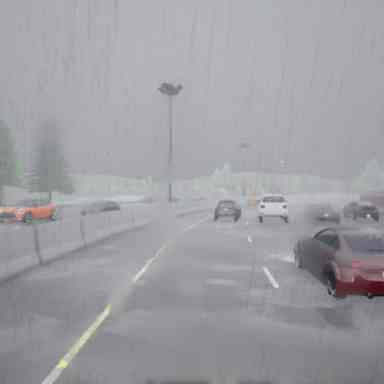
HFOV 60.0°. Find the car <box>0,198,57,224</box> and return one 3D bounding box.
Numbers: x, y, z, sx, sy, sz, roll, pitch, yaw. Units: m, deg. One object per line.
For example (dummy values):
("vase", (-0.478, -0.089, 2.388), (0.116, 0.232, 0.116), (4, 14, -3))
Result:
("car", (-11.934, 1.294, 24.292), (2.097, 1.767, 4.553), (0, 0, 10))

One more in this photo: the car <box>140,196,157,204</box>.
("car", (-8.046, 1.415, 62.669), (2.128, 1.511, 4.902), (0, 0, 23))

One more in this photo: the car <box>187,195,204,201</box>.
("car", (0.797, 1.423, 65.324), (1.882, 1.535, 5.008), (0, 0, 25))

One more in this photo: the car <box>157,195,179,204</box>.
("car", (-4.163, 1.438, 62.900), (1.837, 1.490, 4.892), (0, 0, 23))

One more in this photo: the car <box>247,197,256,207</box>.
("car", (9.750, 1.465, 50.846), (1.882, 1.535, 5.008), (0, 0, 21))

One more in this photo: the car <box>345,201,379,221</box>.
("car", (13.747, 1.524, 27.302), (1.837, 1.490, 4.892), (0, 0, 12))

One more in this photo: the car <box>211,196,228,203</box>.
("car", (5.669, 1.473, 67.415), (1.812, 1.442, 4.674), (0, 0, 27))

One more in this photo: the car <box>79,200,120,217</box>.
("car", (-7.687, 1.456, 28.178), (1.837, 1.490, 4.892), (0, 0, 12))

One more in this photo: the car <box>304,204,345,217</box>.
("car", (9.708, 1.573, 25.033), (1.994, 1.385, 4.181), (0, 0, 11))

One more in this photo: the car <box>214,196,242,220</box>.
("car", (3.068, 1.419, 27.865), (2.033, 1.649, 4.856), (0, 0, 12))

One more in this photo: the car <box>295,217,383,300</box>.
("car", (4.005, 1.569, 8.449), (1.994, 1.385, 4.181), (0, 0, 4))

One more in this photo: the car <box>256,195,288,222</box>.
("car", (6.442, 1.219, 26.696), (2.150, 2.045, 5.566), (0, 0, 11))
